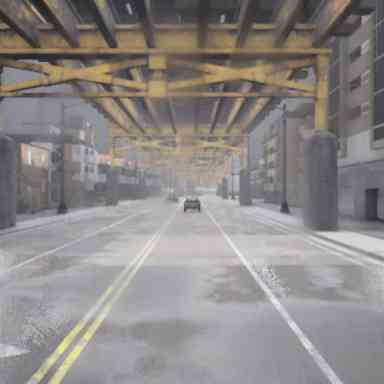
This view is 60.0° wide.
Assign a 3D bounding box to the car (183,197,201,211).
[{"bbox_3d":[0.050,1.344,38.069,2.128,1.511,4.902,0,1,0],"label":"car"}]

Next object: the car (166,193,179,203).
[{"bbox_3d":[-3.525,0.987,59.367,2.097,1.767,4.553,0,1,1],"label":"car"}]
